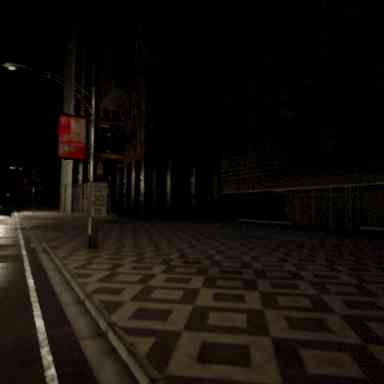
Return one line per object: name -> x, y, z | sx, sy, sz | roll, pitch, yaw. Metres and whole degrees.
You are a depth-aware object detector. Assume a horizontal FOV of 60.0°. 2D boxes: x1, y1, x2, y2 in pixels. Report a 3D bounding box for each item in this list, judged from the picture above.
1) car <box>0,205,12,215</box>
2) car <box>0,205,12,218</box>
car -> -30.078, 2.864, 53.476 | 1.812, 1.442, 4.674 | 2, -2, -28
car -> -24.711, 2.611, 43.537 | 1.812, 1.442, 4.674 | 2, -3, -28
